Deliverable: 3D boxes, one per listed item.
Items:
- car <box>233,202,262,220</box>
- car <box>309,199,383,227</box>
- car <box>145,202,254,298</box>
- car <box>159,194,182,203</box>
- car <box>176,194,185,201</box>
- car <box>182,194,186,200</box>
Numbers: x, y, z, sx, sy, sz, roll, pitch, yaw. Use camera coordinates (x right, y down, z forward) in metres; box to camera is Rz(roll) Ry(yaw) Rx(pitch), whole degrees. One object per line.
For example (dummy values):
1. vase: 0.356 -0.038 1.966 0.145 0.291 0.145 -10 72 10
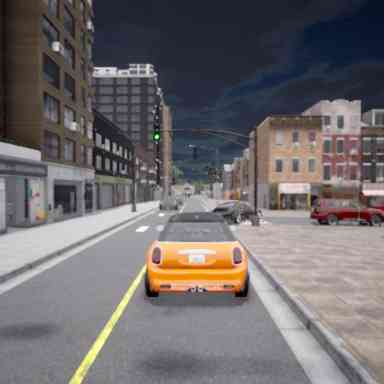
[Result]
1. car: 3.457 1.485 24.816 1.837 1.490 4.892 -2 -1 38
2. car: 10.921 1.456 23.517 5.009 1.841 2.192 1 0 0
3. car: 0.113 1.286 8.508 2.097 1.767 4.553 0 0 0
4. car: -2.669 1.219 39.101 2.097 1.767 4.553 0 0 0
5. car: -2.421 1.288 72.817 1.837 1.490 4.892 0 -1 0
6. car: -2.574 1.468 56.515 2.033 1.411 5.357 0 0 1
